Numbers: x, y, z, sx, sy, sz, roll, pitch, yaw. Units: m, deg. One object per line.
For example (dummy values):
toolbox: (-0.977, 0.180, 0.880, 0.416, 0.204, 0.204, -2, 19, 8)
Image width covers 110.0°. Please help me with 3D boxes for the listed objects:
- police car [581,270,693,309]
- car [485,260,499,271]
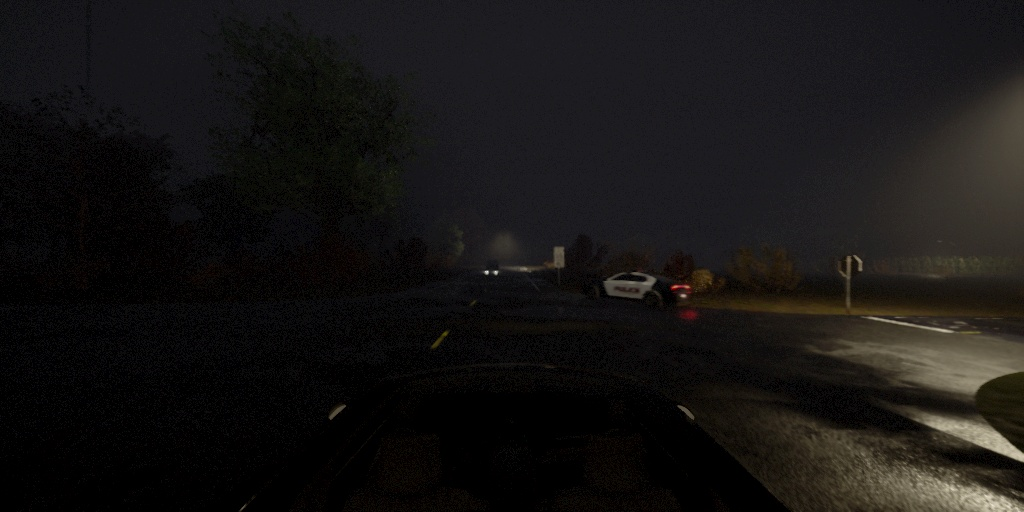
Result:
police car: (5.562, 1.445, 16.700, 2.038, 1.542, 4.974, 4, -2, -42)
car: (-3.501, 1.677, 64.297, 2.150, 2.045, 5.566, 0, -1, 0)
